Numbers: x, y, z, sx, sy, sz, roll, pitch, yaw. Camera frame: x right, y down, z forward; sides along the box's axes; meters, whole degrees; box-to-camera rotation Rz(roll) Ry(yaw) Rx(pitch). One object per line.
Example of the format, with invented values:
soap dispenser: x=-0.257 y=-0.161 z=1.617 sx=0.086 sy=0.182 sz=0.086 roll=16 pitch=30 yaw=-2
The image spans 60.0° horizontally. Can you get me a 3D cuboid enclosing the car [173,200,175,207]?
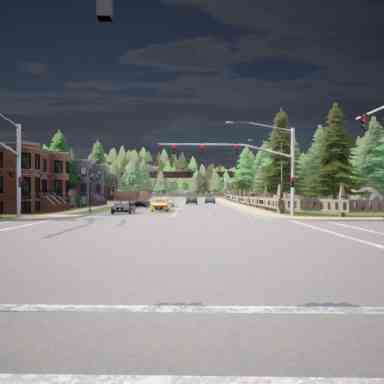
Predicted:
car: x=-3.600 y=1.525 z=49.421 sx=1.812 sy=1.442 sz=4.674 roll=0 pitch=0 yaw=0

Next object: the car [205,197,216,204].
car: x=3.545 y=1.564 z=65.183 sx=1.994 sy=1.385 sz=4.181 roll=0 pitch=0 yaw=0

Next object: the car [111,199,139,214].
car: x=-7.127 y=1.564 z=34.835 sx=1.994 sy=1.385 sz=4.181 roll=0 pitch=0 yaw=0

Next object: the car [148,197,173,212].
car: x=-3.627 y=1.478 z=38.810 sx=1.882 sy=1.535 sz=5.008 roll=0 pitch=0 yaw=0

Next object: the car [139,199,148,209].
car: x=-7.117 y=1.600 z=46.144 sx=1.895 sy=1.301 sz=4.718 roll=0 pitch=0 yaw=0

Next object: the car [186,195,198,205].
car: x=-0.052 y=1.352 z=60.203 sx=2.097 sy=1.767 sz=4.553 roll=0 pitch=0 yaw=0
